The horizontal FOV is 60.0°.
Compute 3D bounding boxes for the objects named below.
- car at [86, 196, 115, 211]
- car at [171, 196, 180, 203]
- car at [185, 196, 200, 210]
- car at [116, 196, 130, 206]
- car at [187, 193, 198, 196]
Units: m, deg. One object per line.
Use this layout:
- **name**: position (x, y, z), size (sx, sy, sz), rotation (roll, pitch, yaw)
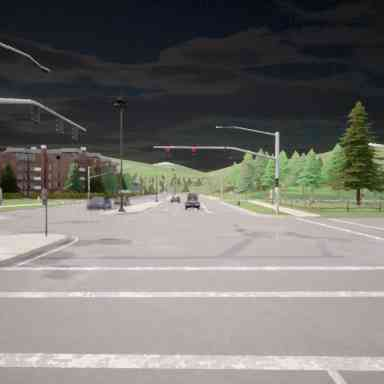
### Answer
- **car**: position (-11.519, 1.351, 41.309), size (2.097, 1.767, 4.553), rotation (0, 0, 0)
- **car**: position (-3.403, 1.491, 68.942), size (2.128, 1.511, 4.902), rotation (0, 0, 0)
- **car**: position (0.061, 1.601, 43.533), size (1.895, 1.301, 4.718), rotation (0, 0, 0)
- **car**: position (-11.478, 1.503, 54.662), size (1.837, 1.490, 4.892), rotation (0, 0, 0)
- **car**: position (0.097, 1.221, 68.969), size (2.150, 2.045, 5.566), rotation (0, 0, 0)
